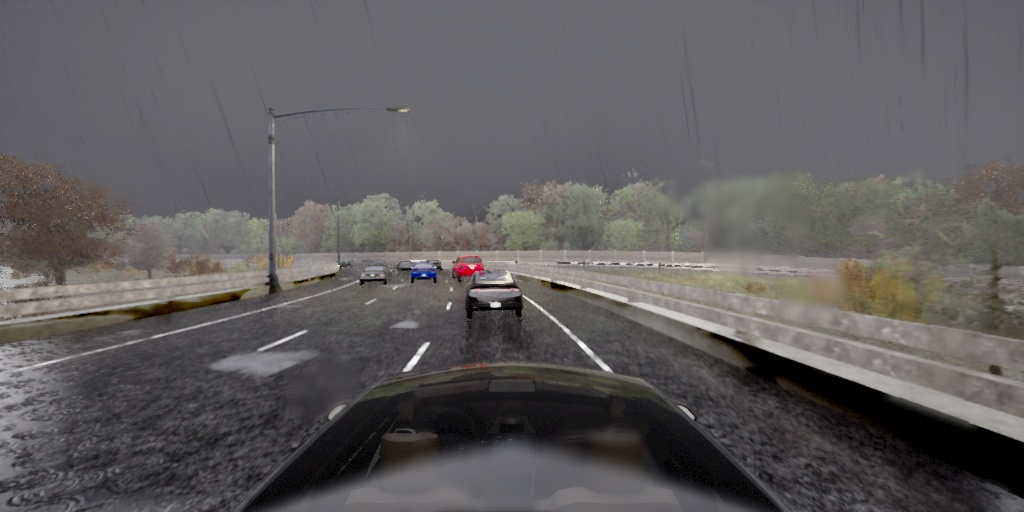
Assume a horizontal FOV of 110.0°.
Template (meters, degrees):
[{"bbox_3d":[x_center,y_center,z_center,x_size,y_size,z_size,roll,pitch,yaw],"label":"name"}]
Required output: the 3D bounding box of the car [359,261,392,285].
[{"bbox_3d":[-10.094,1.357,26.741,2.033,1.411,5.357,0,0,-14],"label":"car"}]

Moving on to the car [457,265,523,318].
[{"bbox_3d":[-0.741,1.255,13.097,2.128,1.511,4.902,0,0,-6],"label":"car"}]

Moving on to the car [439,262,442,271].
[{"bbox_3d":[-11.127,1.323,50.023,1.837,1.490,4.892,0,0,-25],"label":"car"}]

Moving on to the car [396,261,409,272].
[{"bbox_3d":[-14.817,1.402,49.609,1.994,1.385,4.181,0,0,-26],"label":"car"}]

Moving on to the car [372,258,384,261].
[{"bbox_3d":[-18.285,1.209,48.707,2.097,1.767,4.553,0,0,-26],"label":"car"}]

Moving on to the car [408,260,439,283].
[{"bbox_3d":[-7.159,1.271,29.103,1.882,1.535,5.008,0,0,-14],"label":"car"}]

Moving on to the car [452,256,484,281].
[{"bbox_3d":[-3.684,0.996,29.808,2.150,2.045,5.566,0,0,-15],"label":"car"}]
